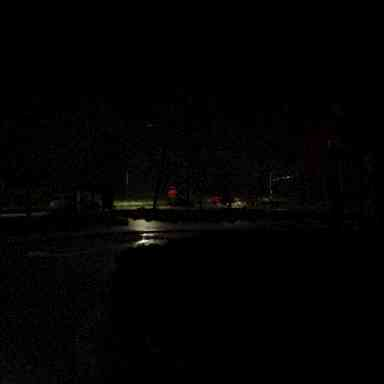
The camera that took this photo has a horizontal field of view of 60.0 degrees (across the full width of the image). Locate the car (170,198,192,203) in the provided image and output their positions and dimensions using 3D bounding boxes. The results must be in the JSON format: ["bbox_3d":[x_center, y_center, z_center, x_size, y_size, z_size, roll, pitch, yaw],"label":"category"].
[{"bbox_3d":[-1.621,1.607,49.961,1.994,1.385,4.181,0,0,35],"label":"car"}]

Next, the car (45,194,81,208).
[{"bbox_3d":[-12.287,1.263,35.174,2.150,2.045,5.566,0,0,36],"label":"car"}]

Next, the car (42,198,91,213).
[{"bbox_3d":[-14.405,1.540,38.342,2.128,1.511,4.902,0,0,36],"label":"car"}]

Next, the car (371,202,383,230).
[{"bbox_3d":[11.300,1.523,18.703,1.784,1.438,3.905,0,0,35],"label":"car"}]

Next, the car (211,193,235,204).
[{"bbox_3d":[5.630,1.265,60.066,2.150,2.045,5.566,0,0,36],"label":"car"}]
